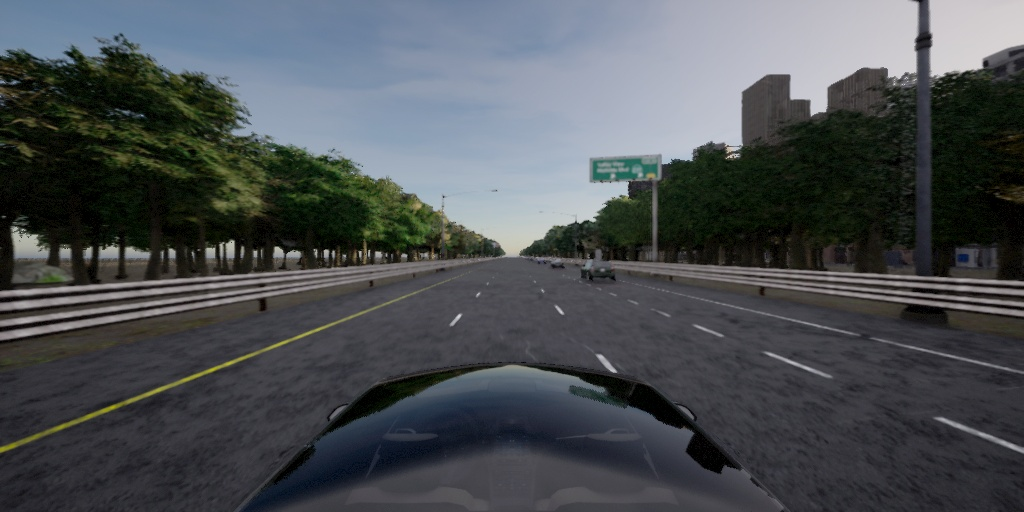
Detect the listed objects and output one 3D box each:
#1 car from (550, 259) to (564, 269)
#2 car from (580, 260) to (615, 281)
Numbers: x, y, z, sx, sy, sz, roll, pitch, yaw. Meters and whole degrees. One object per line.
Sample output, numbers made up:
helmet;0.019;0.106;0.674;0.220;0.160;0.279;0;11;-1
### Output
car;7.060;1.260;56.868;1.812;1.442;4.674;0;0;0
car;7.023;1.096;29.909;2.097;1.767;4.553;0;0;0
